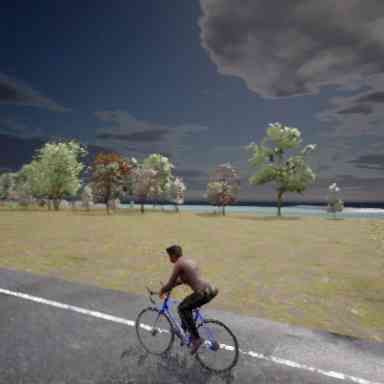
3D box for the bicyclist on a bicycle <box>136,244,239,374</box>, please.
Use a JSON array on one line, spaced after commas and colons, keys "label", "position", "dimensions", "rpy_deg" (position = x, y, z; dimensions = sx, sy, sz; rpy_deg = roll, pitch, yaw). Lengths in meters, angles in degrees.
[{"label": "bicyclist on a bicycle", "position": [-0.123, 1.568, 4.603], "dimensions": [1.656, 1.620, 0.582], "rpy_deg": [0, -2, 29]}]
